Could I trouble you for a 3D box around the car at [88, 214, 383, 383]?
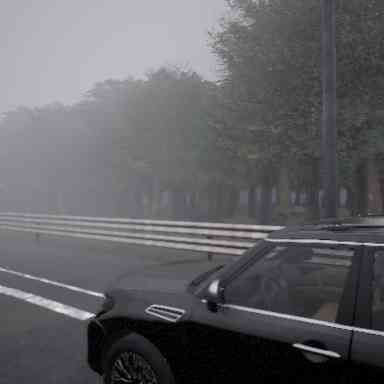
[{"bbox_3d":[1.493,1.228,2.931,5.566,2.045,2.150,-1,0,36],"label":"car"}]
